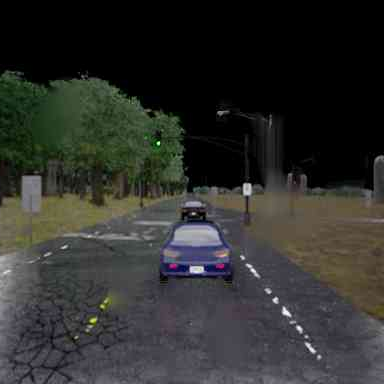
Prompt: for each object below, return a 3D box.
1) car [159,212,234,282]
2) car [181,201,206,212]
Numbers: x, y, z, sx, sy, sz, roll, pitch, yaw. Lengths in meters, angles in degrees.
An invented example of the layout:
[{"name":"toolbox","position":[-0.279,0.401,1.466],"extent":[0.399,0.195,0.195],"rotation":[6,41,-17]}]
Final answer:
[{"name":"car","position":[0.110,1.546,9.680],"extent":[1.812,1.442,4.674],"rotation":[0,0,0]},{"name":"car","position":[0.120,1.460,27.590],"extent":[1.882,1.535,5.008],"rotation":[0,1,0]}]
